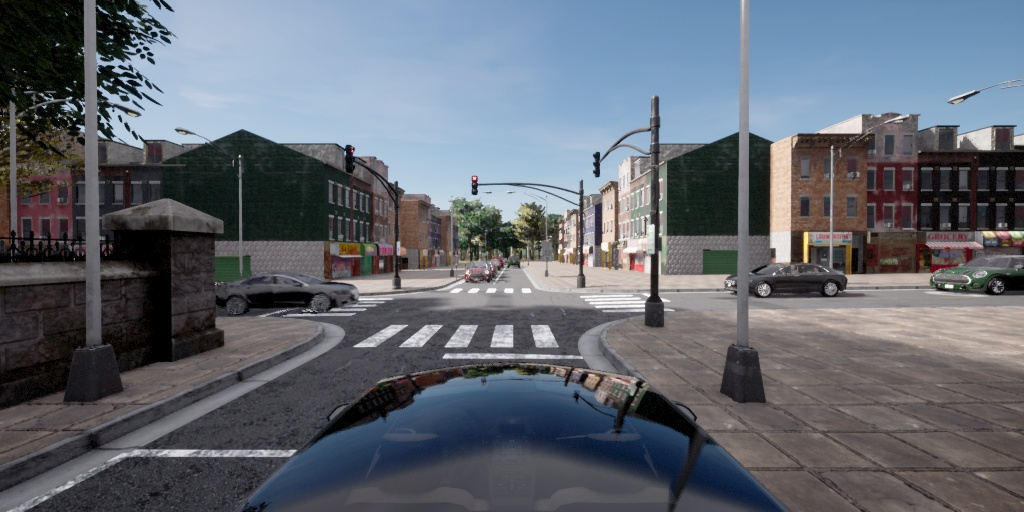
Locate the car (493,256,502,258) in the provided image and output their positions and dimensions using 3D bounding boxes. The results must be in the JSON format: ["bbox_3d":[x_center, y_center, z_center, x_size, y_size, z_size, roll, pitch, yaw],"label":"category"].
[{"bbox_3d":[-2.817,1.259,60.919,1.801,1.575,5.366,0,0,0],"label":"car"}]

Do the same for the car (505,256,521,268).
[{"bbox_3d":[0.313,1.025,62.052,2.150,2.045,5.566,0,0,0],"label":"car"}]

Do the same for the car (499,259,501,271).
[{"bbox_3d":[-2.509,1.335,38.978,1.948,1.339,4.313,0,0,0],"label":"car"}]

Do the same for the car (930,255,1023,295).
[{"bbox_3d":[22.104,0.763,16.285,4.553,1.767,2.097,-1,1,0],"label":"car"}]

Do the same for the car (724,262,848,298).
[{"bbox_3d":[12.326,1.046,16.323,4.892,1.490,1.837,-1,1,0],"label":"car"}]

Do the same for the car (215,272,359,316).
[{"bbox_3d":[-8.529,1.362,13.778,4.902,1.511,2.128,-1,1,-6],"label":"car"}]

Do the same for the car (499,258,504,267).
[{"bbox_3d":[-2.470,1.329,49.847,1.888,1.381,4.507,0,0,0],"label":"car"}]

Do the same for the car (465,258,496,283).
[{"bbox_3d":[-2.548,1.199,28.109,1.967,1.591,4.097,0,0,0],"label":"car"}]

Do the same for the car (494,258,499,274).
[{"bbox_3d":[-2.529,1.203,33.543,1.967,1.591,4.097,0,0,0],"label":"car"}]
